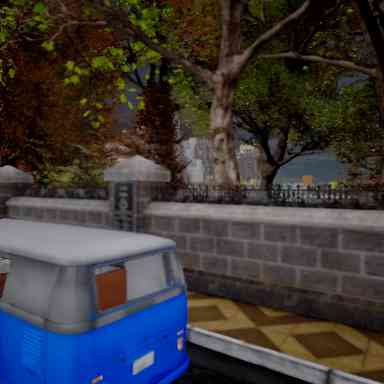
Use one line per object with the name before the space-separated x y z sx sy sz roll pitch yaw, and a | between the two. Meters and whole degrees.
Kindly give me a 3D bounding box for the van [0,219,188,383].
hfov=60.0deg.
van | -1.947 1.301 4.117 3.998 1.788 1.690 1 1 35
